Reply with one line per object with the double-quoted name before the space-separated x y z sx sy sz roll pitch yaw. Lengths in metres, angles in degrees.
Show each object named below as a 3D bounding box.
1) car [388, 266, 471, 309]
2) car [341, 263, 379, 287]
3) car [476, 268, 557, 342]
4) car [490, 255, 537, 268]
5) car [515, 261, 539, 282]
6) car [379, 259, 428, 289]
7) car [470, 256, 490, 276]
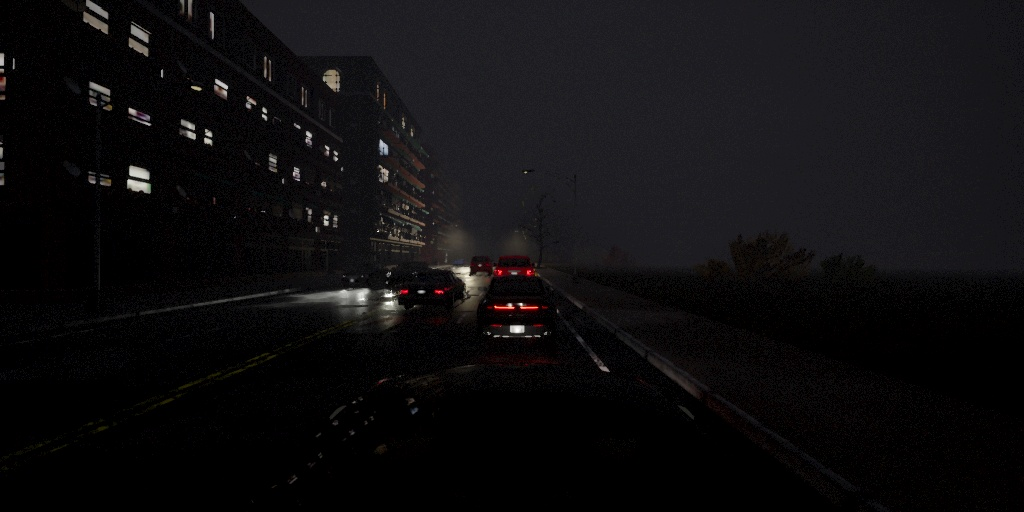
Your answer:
"car" -3.138 1.299 14.947 2.033 1.411 5.357 0 0 0
"car" -9.831 1.244 24.494 2.128 1.511 4.902 0 0 0
"car" 0.109 1.256 9.796 1.837 1.490 4.892 0 0 0
"car" 0.116 0.974 20.143 2.150 2.045 5.566 0 0 0
"car" 1.163 1.209 30.551 1.801 1.575 5.366 0 0 0
"car" -6.581 1.105 23.286 2.097 1.767 4.553 0 0 0
"car" -3.119 0.977 37.508 2.150 2.045 5.566 0 0 0
